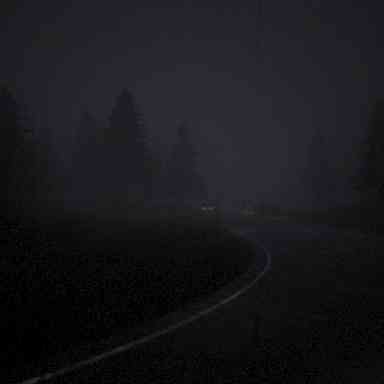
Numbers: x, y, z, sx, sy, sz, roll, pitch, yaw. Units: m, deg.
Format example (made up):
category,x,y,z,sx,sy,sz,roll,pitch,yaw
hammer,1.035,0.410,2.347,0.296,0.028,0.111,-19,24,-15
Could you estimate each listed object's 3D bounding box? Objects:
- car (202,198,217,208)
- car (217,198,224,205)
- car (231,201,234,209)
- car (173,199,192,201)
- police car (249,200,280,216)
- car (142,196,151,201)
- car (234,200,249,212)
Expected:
category,x,y,z,sx,sy,sz,roll,pitch,yaw
car,2.760,2.087,60.542,2.033,1.411,5.357,0,-1,-2
car,5.533,1.937,70.786,1.882,1.535,5.008,0,-1,-3
car,7.313,1.948,52.082,1.837,1.490,4.892,0,-1,-3
car,-2.439,1.954,84.215,5.008,1.535,1.882,0,-1,-2
police car,8.008,1.721,36.209,1.930,1.638,5.238,0,-1,-3
car,-12.646,2.113,92.261,1.905,1.878,3.866,0,-1,-33
car,7.576,1.892,46.088,1.837,1.490,4.892,0,-1,-3
